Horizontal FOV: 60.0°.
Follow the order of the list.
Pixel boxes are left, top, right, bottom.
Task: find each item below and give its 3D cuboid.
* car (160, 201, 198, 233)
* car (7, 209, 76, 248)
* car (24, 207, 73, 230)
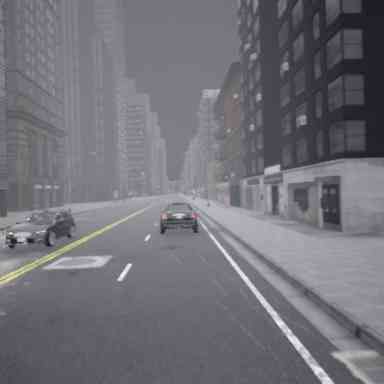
[{"bbox_3d":[-0.807,1.402,20.287,2.097,1.767,4.553,-2,0,-3],"label":"car"},{"bbox_3d":[-7.222,1.736,16.379,2.128,1.511,4.902,-2,0,-2],"label":"car"},{"bbox_3d":[-10.836,1.968,25.502,1.895,1.301,4.718,-2,0,-3],"label":"car"}]
